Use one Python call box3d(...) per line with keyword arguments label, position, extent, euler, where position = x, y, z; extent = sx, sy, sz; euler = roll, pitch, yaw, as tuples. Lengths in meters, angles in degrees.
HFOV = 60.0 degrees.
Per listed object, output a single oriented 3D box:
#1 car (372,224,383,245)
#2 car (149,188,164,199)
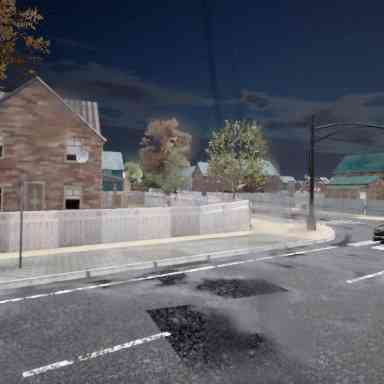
box3d(label="car", position=(10.085, 1.563, 14.579), extent=(5.357, 1.411, 2.033), euler=(0, 0, -35))
box3d(label="car", position=(-6.609, 0.335, 61.622), extent=(2.150, 2.045, 5.566), euler=(1, 1, -21))
